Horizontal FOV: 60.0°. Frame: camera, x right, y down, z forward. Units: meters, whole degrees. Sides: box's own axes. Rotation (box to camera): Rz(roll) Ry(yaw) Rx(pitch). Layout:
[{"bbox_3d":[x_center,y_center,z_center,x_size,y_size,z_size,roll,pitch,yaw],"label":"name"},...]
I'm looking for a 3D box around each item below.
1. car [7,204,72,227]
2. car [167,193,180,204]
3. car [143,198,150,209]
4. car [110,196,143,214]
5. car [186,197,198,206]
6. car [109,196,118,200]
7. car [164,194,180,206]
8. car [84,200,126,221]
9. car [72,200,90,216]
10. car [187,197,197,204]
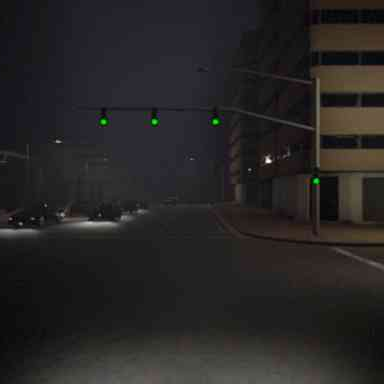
[{"bbox_3d":[-10.590,1.576,23.226,2.033,1.411,5.357,0,0,0],"label":"car"},{"bbox_3d":[-3.504,1.311,64.795,2.150,2.045,5.566,0,0,0],"label":"car"},{"bbox_3d":[-7.061,1.548,46.291,2.128,1.511,4.902,0,0,0],"label":"car"},{"bbox_3d":[-7.068,1.536,36.261,2.128,1.511,4.902,0,0,0],"label":"car"},{"bbox_3d":[-0.003,1.633,56.465,1.994,1.385,4.181,0,0,0],"label":"car"},{"bbox_3d":[-10.547,1.409,46.672,2.097,1.767,4.553,0,0,0],"label":"car"},{"bbox_3d":[-3.503,1.559,55.085,2.128,1.511,4.902,0,0,0],"label":"car"},{"bbox_3d":[-7.078,1.598,27.460,1.994,1.385,4.181,0,0,0],"label":"car"},{"bbox_3d":[-10.582,1.518,33.051,1.882,1.535,5.008,0,0,0],"label":"car"},{"bbox_3d":[-0.004,1.643,64.764,1.994,1.385,4.181,0,0,0],"label":"car"}]
